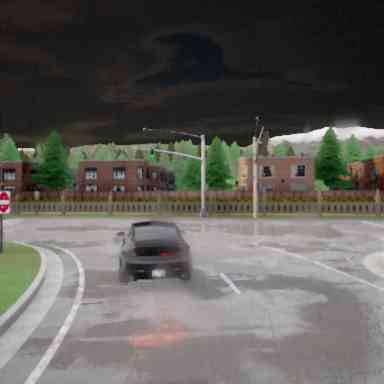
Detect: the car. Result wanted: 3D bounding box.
[{"bbox_3d":[-1.180,1.629,10.045,1.837,1.490,4.892,0,0,-10],"label":"car"}]
